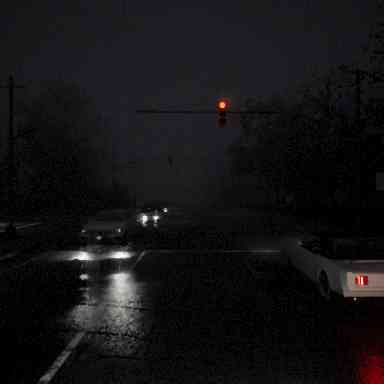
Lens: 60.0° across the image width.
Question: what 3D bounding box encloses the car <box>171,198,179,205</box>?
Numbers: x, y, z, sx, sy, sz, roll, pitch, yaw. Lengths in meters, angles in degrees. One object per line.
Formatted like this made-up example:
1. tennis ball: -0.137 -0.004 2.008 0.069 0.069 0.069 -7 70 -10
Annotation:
1. car: -5.056 2.126 73.620 1.882 1.535 5.008 0 -1 -19

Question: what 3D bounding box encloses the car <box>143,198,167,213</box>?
1. car: -4.379 1.590 37.355 1.994 1.385 4.181 0 0 5

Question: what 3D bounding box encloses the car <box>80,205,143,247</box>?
1. car: -3.629 1.526 15.286 1.812 1.442 4.674 0 0 0

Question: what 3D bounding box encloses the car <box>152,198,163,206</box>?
1. car: -6.952 2.015 66.619 1.837 1.490 4.892 0 -2 -11

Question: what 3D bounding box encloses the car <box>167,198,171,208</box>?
1. car: -4.678 1.740 50.797 1.994 1.385 4.181 0 -1 -5

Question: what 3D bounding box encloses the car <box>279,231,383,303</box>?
1. car: 3.587 1.601 8.152 1.895 1.301 4.718 0 0 0

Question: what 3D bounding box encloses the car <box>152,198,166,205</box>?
1. car: -8.289 2.388 82.951 2.128 1.511 4.902 0 -1 -25
